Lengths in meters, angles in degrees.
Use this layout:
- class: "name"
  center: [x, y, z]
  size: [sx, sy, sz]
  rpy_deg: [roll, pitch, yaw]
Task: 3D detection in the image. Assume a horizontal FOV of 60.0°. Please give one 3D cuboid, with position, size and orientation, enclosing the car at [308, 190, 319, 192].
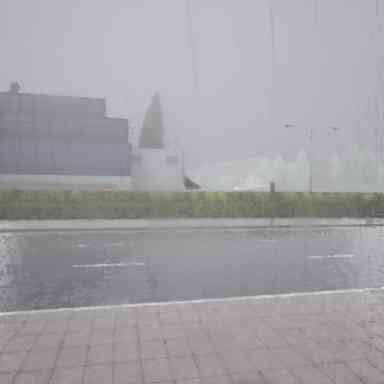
- class: "car"
  center: [28.628, 0.635, 79.892]
  size: [2.150, 2.045, 5.566]
  rpy_deg: [1, 1, -12]
